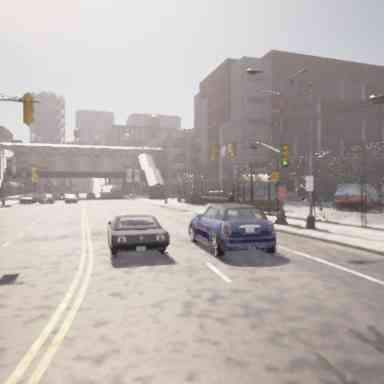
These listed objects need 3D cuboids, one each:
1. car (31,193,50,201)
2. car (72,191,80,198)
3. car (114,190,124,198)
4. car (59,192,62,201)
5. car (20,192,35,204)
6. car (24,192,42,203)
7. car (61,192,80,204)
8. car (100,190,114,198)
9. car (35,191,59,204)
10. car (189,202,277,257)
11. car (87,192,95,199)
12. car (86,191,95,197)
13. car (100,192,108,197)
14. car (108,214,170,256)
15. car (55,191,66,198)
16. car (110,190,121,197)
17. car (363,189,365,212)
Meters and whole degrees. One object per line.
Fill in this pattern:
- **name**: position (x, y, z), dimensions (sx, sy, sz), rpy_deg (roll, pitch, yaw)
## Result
- **car**: position (-30.937, 0.900, 68.161), dimensions (2.231, 1.521, 4.892), rpy_deg (0, 1, -9)
- **car**: position (-28.338, 0.559, 81.331), dimensions (1.837, 1.490, 4.892), rpy_deg (0, 1, -17)
- **car**: position (-18.556, 0.799, 84.058), dimensions (1.895, 1.301, 4.718), rpy_deg (0, 1, -19)
- **car**: position (-26.861, 0.786, 65.385), dimensions (2.097, 1.767, 4.553), rpy_deg (0, 1, -18)
- **car**: position (-25.459, 1.045, 51.856), dimensions (2.097, 1.535, 5.008), rpy_deg (0, 1, -19)
- **car**: position (-27.601, 0.865, 57.914), dimensions (2.185, 1.767, 4.553), rpy_deg (0, 1, -19)
- **car**: position (-18.820, 1.084, 51.970), dimensions (2.033, 1.411, 5.357), rpy_deg (0, 1, -18)
- **car**: position (-20.670, 0.772, 80.302), dimensions (2.128, 1.511, 4.902), rpy_deg (0, 1, -17)
- **car**: position (-22.162, 1.053, 50.920), dimensions (2.128, 1.511, 4.902), rpy_deg (0, 1, -18)
- **car**: position (1.330, 1.215, 12.629), dimensions (2.097, 1.767, 4.553), rpy_deg (0, 1, -14)
- **car**: position (-23.996, 0.771, 79.209), dimensions (1.837, 1.490, 4.892), rpy_deg (0, 1, -17)
- **car**: position (-27.171, 0.644, 89.129), dimensions (2.128, 1.511, 4.902), rpy_deg (0, 1, -18)
- **car**: position (-23.844, 0.618, 90.216), dimensions (1.812, 1.442, 4.674), rpy_deg (0, 1, -18)
- **car**: position (-2.200, 1.478, 12.596), dimensions (1.895, 1.301, 4.718), rpy_deg (0, 1, -16)
- **car**: position (-31.580, 0.632, 79.974), dimensions (1.882, 1.535, 5.008), rpy_deg (0, 1, -17)
- **car**: position (-20.913, 0.369, 91.065), dimensions (2.435, 2.045, 5.566), rpy_deg (0, 1, -19)
- **car**: position (15.111, 0.874, 30.634), dimensions (2.185, 1.767, 4.553), rpy_deg (0, 1, -19)
